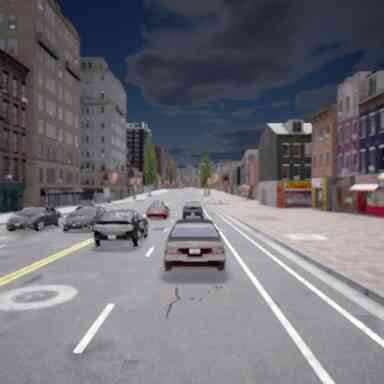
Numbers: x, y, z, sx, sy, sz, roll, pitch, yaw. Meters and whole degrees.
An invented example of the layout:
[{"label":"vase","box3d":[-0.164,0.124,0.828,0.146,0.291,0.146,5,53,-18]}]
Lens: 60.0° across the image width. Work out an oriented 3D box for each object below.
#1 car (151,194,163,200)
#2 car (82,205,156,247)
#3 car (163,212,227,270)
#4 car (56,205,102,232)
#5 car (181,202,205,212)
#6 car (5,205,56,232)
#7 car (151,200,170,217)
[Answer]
[{"label":"car","box3d":[-6.520,1.155,62.437,2.097,1.767,4.553,0,0,0]},{"label":"car","box3d":[-3.162,1.583,15.588,2.128,1.511,4.902,0,0,0]},{"label":"car","box3d":[0.082,1.611,11.218,2.033,1.411,5.357,0,0,0]},{"label":"car","box3d":[-6.606,1.629,21.124,1.837,1.490,4.892,0,0,0]},{"label":"car","box3d":[0.084,1.670,31.053,1.837,1.490,4.892,0,0,0]},{"label":"car","box3d":[-9.856,1.629,21.154,1.837,1.490,4.892,0,0,0]},{"label":"car","box3d":[-3.165,1.731,31.429,1.994,1.385,4.181,0,0,0]}]
